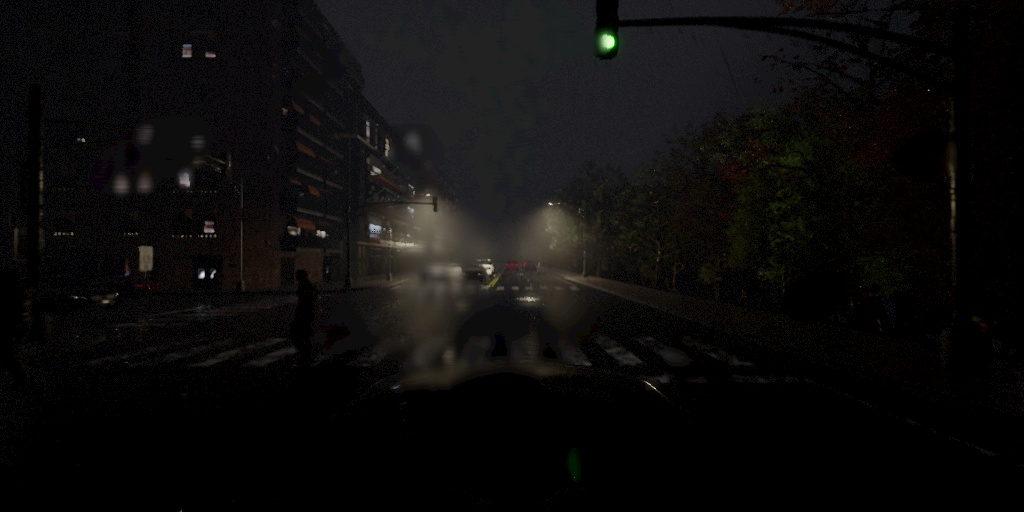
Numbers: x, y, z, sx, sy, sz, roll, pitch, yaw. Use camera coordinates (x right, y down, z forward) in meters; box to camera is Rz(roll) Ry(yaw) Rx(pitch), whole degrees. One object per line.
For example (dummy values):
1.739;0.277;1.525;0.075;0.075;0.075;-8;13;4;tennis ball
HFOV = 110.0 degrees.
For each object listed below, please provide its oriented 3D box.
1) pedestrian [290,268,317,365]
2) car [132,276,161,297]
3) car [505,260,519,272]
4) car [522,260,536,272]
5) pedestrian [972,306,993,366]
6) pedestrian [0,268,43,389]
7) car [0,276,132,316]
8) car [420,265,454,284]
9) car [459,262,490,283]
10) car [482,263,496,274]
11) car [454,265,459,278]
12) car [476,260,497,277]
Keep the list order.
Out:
-3.936;1.109;6.827;0.375;1.860;0.375;0;-1;0;pedestrian
-22.786;1.804;20.635;4.207;1.307;1.802;0;0;-1;car
-0.018;1.677;63.053;2.150;2.045;5.566;0;-1;0;car
3.233;1.933;63.022;1.882;1.535;5.008;0;-1;0;car
8.030;1.322;6.229;0.500;1.100;0.500;0;-1;0;pedestrian
-7.713;1.086;5.531;0.375;1.860;0.375;0;-1;0;pedestrian
-19.065;1.643;14.782;4.674;1.442;1.812;-1;-1;0;car
-6.612;1.686;31.387;1.895;1.301;4.718;0;-1;0;car
-3.356;1.580;32.902;1.882;1.535;5.008;0;-1;0;car
-3.354;1.846;53.364;1.837;1.490;4.892;0;-1;0;car
-6.608;1.714;40.312;1.812;1.442;4.674;0;-1;0;car
-3.359;1.439;42.836;2.150;2.045;5.566;0;-1;0;car
